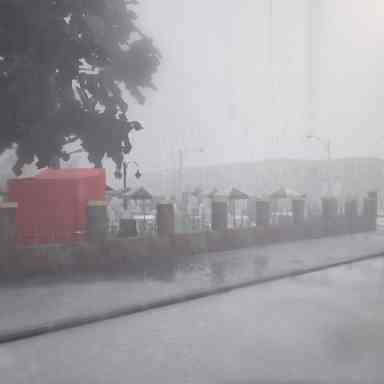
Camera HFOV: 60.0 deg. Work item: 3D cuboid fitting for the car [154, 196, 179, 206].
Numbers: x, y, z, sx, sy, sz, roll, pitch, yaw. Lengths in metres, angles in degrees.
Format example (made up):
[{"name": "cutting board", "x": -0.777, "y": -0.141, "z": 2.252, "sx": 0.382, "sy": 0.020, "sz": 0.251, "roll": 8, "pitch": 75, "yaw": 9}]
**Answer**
[{"name": "car", "x": -3.646, "y": 1.362, "z": 48.616, "sx": 2.097, "sy": 1.767, "sz": 4.553, "roll": 0, "pitch": 0, "yaw": -35}]
